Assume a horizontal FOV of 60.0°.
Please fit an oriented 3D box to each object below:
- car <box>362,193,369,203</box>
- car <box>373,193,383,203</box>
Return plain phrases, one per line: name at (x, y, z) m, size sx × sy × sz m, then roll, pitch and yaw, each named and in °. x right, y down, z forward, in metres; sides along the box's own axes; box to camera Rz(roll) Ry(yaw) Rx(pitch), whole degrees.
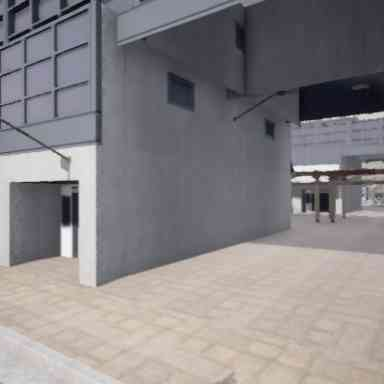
car at (31.603, 1.129, 62.019) m, size 1.932 × 1.855 × 4.605 m, roll 0°, pitch 0°, yaw 34°
car at (34.235, 1.103, 60.719) m, size 1.905 × 1.878 × 3.866 m, roll 0°, pitch 0°, yaw 34°
